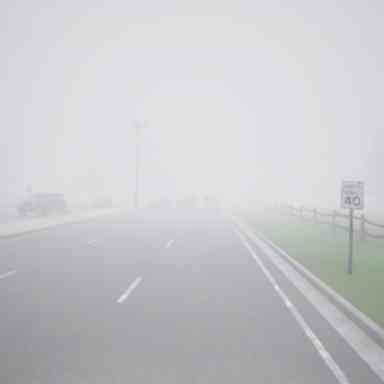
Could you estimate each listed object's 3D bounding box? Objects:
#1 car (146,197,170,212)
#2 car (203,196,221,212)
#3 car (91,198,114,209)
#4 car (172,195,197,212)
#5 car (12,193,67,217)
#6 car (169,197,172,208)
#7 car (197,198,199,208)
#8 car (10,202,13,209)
[{"bbox_3d":[-4.539,1.701,42.465,2.033,1.411,5.357,1,0,5],"label":"car"},{"bbox_3d":[2.628,1.567,43.846,2.150,2.045,5.566,1,0,5],"label":"car"},{"bbox_3d":[-12.359,1.511,46.286,1.812,1.442,4.674,1,-1,5],"label":"car"},{"bbox_3d":[-0.898,1.606,43.589,2.097,1.767,4.553,1,0,4],"label":"car"},{"bbox_3d":[-13.461,1.072,30.374,2.150,2.045,5.566,1,-1,3],"label":"car"},{"bbox_3d":[-3.864,1.583,51.930,2.097,1.767,4.553,1,0,5],"label":"car"},{"bbox_3d":[-0.114,1.558,53.529,2.150,2.045,5.566,1,0,5],"label":"car"},{"bbox_3d":[-19.860,1.272,40.017,1.812,1.442,4.674,1,0,4],"label":"car"}]
